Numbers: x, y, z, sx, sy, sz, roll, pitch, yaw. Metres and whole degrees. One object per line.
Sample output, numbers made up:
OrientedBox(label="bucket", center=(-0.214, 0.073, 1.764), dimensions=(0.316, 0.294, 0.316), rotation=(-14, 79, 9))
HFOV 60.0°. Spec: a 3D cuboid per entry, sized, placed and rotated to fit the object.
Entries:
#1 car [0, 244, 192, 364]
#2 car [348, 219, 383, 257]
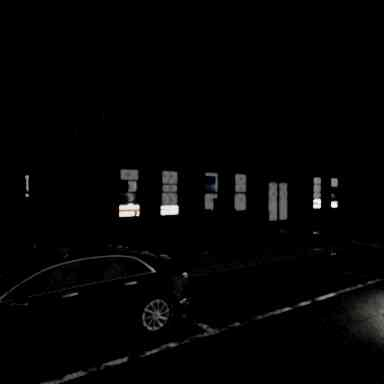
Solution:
OrientedBox(label="car", center=(-2.048, 1.551, 5.099), dimensions=(4.403, 1.369, 2.008), rotation=(0, 0, -35))
OrientedBox(label="car", center=(7.224, 1.588, 11.704), dimensions=(4.206, 1.307, 1.802), rotation=(0, 0, -35))
